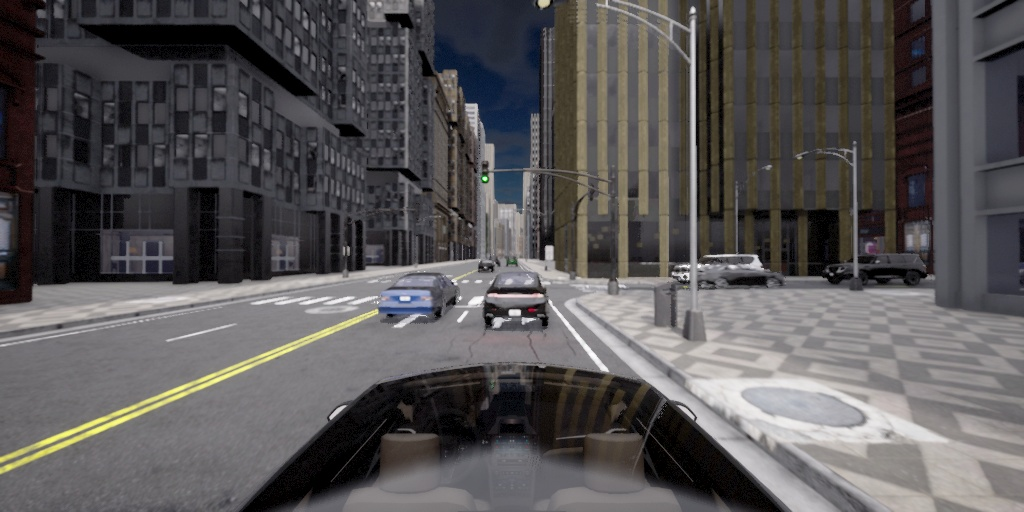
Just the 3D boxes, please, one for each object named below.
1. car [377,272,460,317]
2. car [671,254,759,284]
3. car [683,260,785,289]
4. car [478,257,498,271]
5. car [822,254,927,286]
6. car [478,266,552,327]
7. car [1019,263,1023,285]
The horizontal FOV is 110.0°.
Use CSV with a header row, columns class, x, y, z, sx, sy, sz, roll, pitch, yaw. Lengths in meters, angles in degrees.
class,x,y,z,sx,sy,sz,roll,pitch,yaw
car,-3.152,1.304,13.089,2.033,1.411,5.357,0,0,0
car,13.649,0.913,23.895,5.566,2.045,2.150,0,0,0
car,13.002,1.159,20.756,4.902,1.511,2.128,0,-1,1
car,-3.155,1.208,45.139,1.882,1.535,5.008,0,0,0
car,24.075,0.869,23.922,5.566,2.045,2.150,0,0,0
car,0.238,1.247,11.605,2.128,1.511,4.902,0,0,4
car,34.693,1.153,23.936,5.357,1.411,2.033,0,0,0
